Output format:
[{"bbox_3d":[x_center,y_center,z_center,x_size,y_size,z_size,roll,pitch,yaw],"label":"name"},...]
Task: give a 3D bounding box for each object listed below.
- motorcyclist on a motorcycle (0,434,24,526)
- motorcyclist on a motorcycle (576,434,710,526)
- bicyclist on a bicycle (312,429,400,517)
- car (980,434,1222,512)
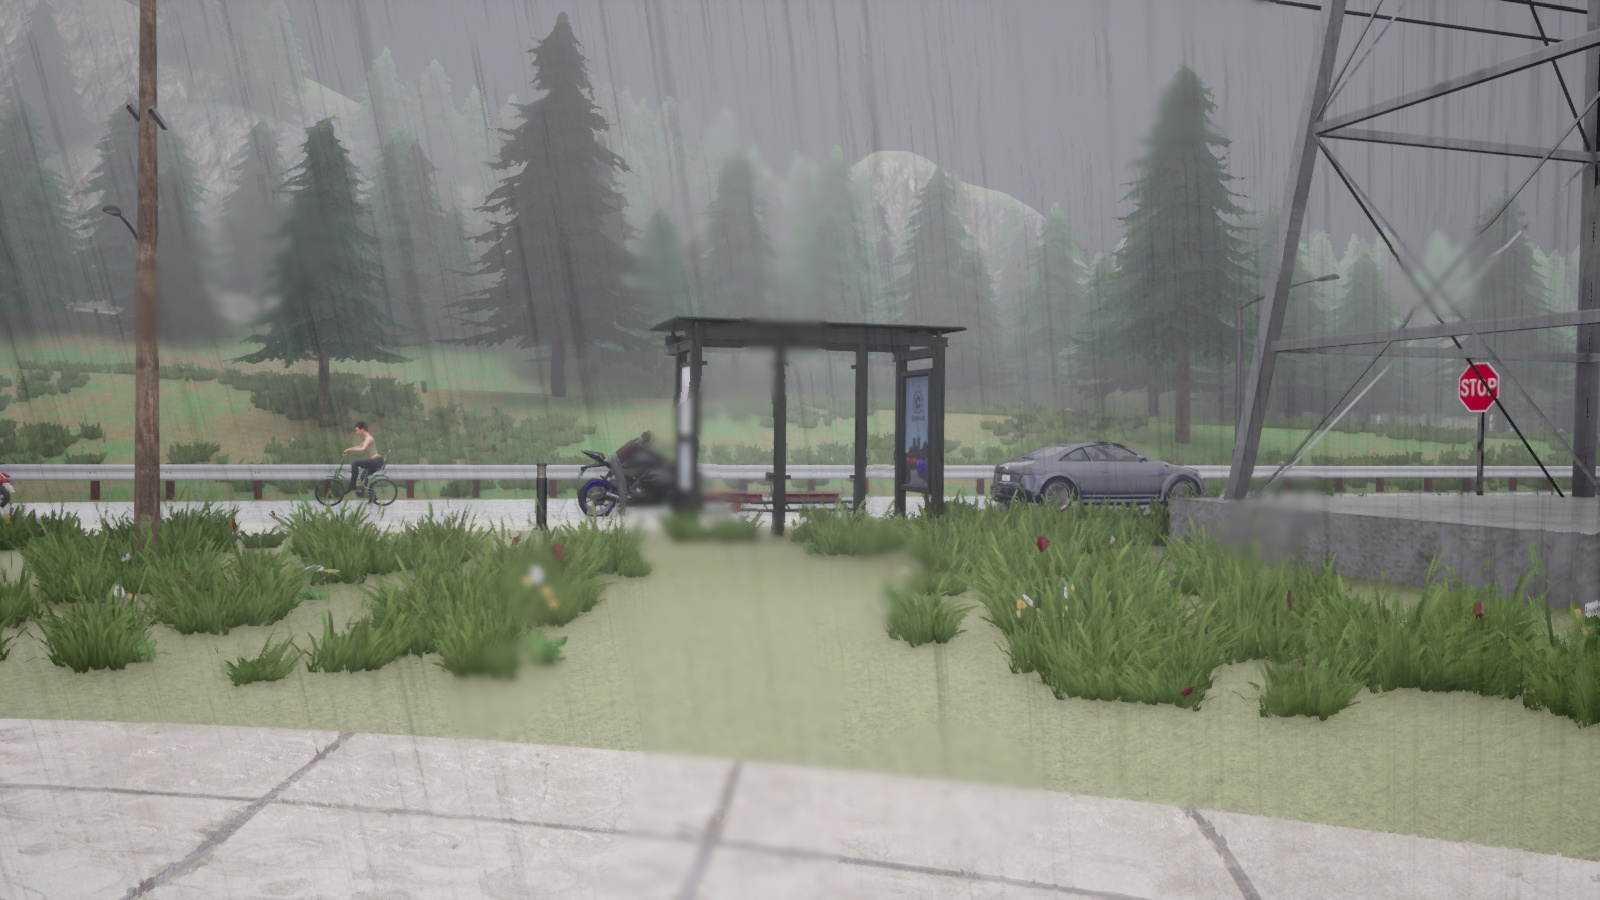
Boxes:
[{"bbox_3d":[-14.690,0.519,21.866,1.817,1.590,0.866,-1,1,-17],"label":"motorcyclist on a motorcycle"},{"bbox_3d":[-2.740,0.492,21.927,2.191,1.530,0.866,-1,1,-17],"label":"motorcyclist on a motorcycle"},{"bbox_3d":[-8.401,0.419,23.822,1.509,1.612,0.866,-1,1,-17],"label":"bicyclist on a bicycle"},{"bbox_3d":[5.868,0.406,24.610,4.181,1.385,1.994,-1,1,-17],"label":"car"}]
